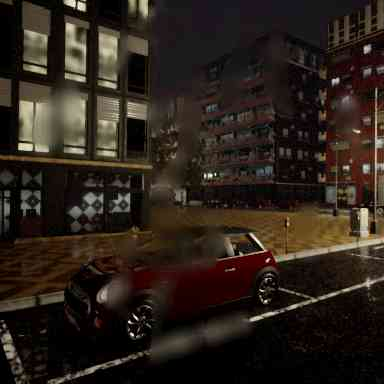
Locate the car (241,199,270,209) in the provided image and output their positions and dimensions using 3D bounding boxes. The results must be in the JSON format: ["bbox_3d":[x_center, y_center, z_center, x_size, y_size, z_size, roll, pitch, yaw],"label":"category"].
[{"bbox_3d":[10.053,1.799,50.592,1.887,1.381,4.507,1,-1,-35],"label":"car"}]

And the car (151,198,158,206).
[{"bbox_3d":[-6.607,1.763,59.661,1.887,1.381,4.507,1,-1,-35],"label":"car"}]

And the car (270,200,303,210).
[{"bbox_3d":[13.323,1.806,45.958,1.802,1.307,4.206,1,-1,-35],"label":"car"}]

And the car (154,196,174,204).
[{"bbox_3d":[-6.298,1.723,73.757,2.192,1.841,5.009,1,-1,-35],"label":"car"}]

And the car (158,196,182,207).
[{"bbox_3d":[-3.337,1.732,55.029,1.887,1.381,4.507,1,-1,-35],"label":"car"}]

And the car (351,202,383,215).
[{"bbox_3d":[19.864,1.729,36.694,1.947,1.339,4.313,1,-1,-35],"label":"car"}]

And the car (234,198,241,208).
[{"bbox_3d":[6.783,1.725,55.225,1.967,1.590,4.097,1,-1,-35],"label":"car"}]

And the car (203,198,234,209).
[{"bbox_3d":[3.204,1.677,45.763,2.008,1.369,4.403,1,-1,-35],"label":"car"}]

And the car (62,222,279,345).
[{"bbox_3d":[-0.268,1.441,6.351,4.097,1.590,1.967,0,1,-35],"label":"car"}]
